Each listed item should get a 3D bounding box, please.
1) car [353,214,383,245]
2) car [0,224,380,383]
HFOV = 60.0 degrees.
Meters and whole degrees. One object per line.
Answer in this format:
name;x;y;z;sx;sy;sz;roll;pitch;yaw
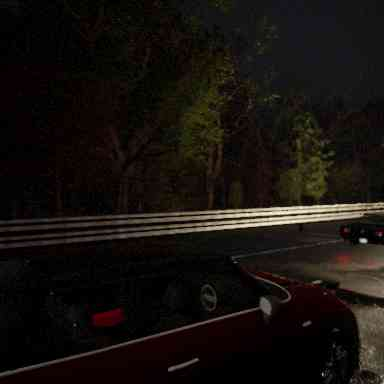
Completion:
car;8.317;1.549;13.891;4.718;1.301;1.895;0;0;-35
car;-0.196;1.345;3.593;4.553;1.767;2.097;0;0;-35
